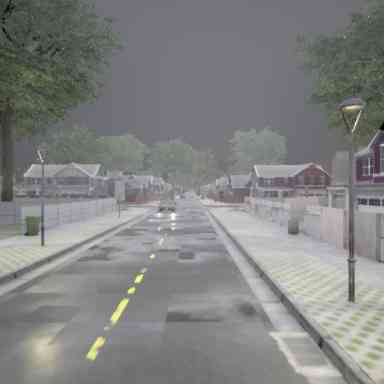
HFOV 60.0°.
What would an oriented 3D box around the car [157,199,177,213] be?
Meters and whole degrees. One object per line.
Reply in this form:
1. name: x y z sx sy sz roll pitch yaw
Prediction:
1. car: -2.750 1.558 37.650 1.837 1.490 4.892 0 0 0
